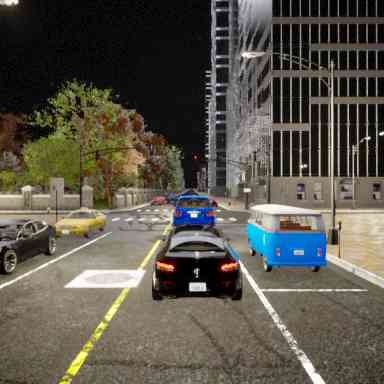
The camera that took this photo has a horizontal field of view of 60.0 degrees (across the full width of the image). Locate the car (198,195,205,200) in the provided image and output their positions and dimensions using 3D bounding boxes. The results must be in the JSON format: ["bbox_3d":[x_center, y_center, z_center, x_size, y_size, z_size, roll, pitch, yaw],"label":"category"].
[{"bbox_3d":[2.678,1.453,94.232,1.752,1.417,4.829,0,0,0],"label":"car"}]

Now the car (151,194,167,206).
[{"bbox_3d":[-5.697,1.517,54.286,1.887,1.381,4.507,0,0,0],"label":"car"}]

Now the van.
[{"bbox_3d":[2.773,1.337,10.484,1.690,1.788,3.998,0,0,0],"label":"van"}]

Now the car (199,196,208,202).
[{"bbox_3d":[2.680,1.521,77.015,1.947,1.339,4.313,0,0,0],"label":"car"}]

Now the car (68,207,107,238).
[{"bbox_3d":[-5.820,1.518,17.716,1.752,1.417,4.829,0,0,0],"label":"car"}]

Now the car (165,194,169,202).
[{"bbox_3d":[-5.698,1.520,59.969,2.008,1.369,4.403,0,0,0],"label":"car"}]

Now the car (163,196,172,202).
[{"bbox_3d":[-5.701,1.538,77.017,1.802,1.307,4.206,0,0,0],"label":"car"}]

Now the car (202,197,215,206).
[{"bbox_3d":[2.684,1.538,54.290,1.947,1.339,4.313,0,0,0],"label":"car"}]

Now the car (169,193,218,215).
[{"bbox_3d":[0.098,1.214,18.559,2.150,2.045,5.566,0,0,0],"label":"car"}]

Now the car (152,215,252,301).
[{"bbox_3d":[0.102,1.523,8.209,1.812,1.442,4.674,0,0,0],"label":"car"}]

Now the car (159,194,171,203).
[{"bbox_3d":[-5.699,1.277,71.335,2.192,1.841,5.009,0,0,0],"label":"car"}]

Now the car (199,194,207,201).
[{"bbox_3d":[2.680,1.388,82.696,1.967,1.590,4.097,0,0,0],"label":"car"}]

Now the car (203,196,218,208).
[{"bbox_3d":[2.685,1.416,48.610,1.967,1.590,4.097,0,0,0],"label":"car"}]

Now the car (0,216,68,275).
[{"bbox_3d":[-5.770,1.562,10.481,1.947,1.339,4.313,0,0,0],"label":"car"}]
